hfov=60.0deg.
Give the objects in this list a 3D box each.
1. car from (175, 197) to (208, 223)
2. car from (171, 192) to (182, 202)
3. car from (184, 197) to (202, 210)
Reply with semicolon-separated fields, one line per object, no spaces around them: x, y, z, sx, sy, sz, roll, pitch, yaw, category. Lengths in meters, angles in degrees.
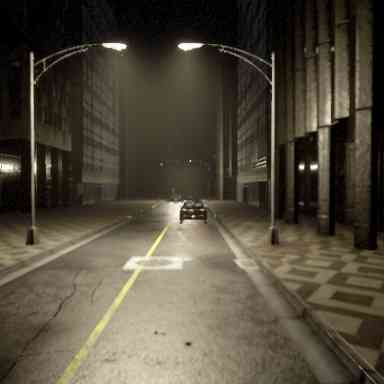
0.087;1.360;23.850;2.128;1.511;4.902;0;0;0;car
-3.036;1.196;64.481;1.837;1.490;4.892;0;0;0;car
0.078;1.329;40.490;2.033;1.411;5.357;0;0;0;car
